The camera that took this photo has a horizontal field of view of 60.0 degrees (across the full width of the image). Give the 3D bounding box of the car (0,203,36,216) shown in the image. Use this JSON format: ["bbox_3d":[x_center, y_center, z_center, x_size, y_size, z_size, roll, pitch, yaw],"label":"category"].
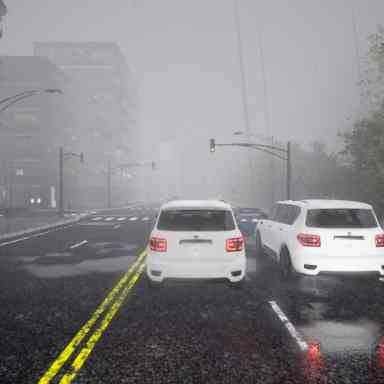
[{"bbox_3d":[-19.033,1.845,34.868,4.718,1.301,1.895,-1,0,-3],"label":"car"}]

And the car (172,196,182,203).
[{"bbox_3d":[-3.169,1.537,71.992,1.837,1.490,4.892,0,0,0],"label":"car"}]

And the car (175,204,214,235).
[{"bbox_3d":[0.123,1.551,20.071,2.033,1.411,5.357,0,0,0],"label":"car"}]

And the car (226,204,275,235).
[{"bbox_3d":[3.373,1.551,20.268,2.033,1.411,5.357,0,0,0],"label":"car"}]

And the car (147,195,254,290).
[{"bbox_3d":[0.108,1.222,9.212,2.150,2.045,5.566,0,0,1],"label":"car"}]

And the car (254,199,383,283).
[{"bbox_3d":[3.363,1.222,9.787,2.150,2.045,5.566,0,0,0],"label":"car"}]

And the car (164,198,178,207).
[{"bbox_3d":[-3.280,1.620,52.778,1.895,1.301,4.718,0,0,0],"label":"car"}]

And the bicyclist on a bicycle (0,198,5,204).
[{"bbox_3d":[-24.828,1.591,43.517,0.582,1.620,1.656,-1,0,-1],"label":"bicyclist on a bicycle"}]

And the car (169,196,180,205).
[{"bbox_3d":[-3.248,1.553,61.697,1.812,1.442,4.674,0,0,0],"label":"car"}]

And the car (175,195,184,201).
[{"bbox_3d":[-3.156,1.589,83.150,2.033,1.411,5.357,0,0,0],"label":"car"}]
